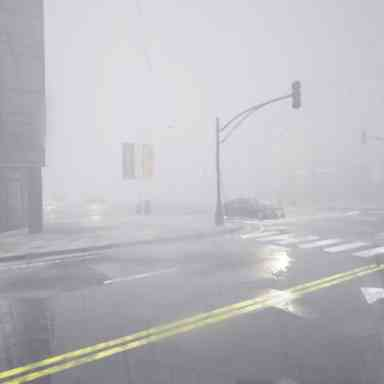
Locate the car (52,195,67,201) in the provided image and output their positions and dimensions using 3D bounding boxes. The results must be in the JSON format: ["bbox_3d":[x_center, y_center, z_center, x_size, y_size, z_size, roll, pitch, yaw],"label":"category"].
[{"bbox_3d":[-26.343,1.162,66.137,1.895,1.301,4.718,-2,1,-35],"label":"car"}]

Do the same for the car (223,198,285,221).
[{"bbox_3d":[4.205,1.178,23.209,2.128,1.511,4.902,-2,2,-35],"label":"car"}]

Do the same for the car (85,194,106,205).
[{"bbox_3d":[-14.287,1.147,49.198,1.837,1.490,4.892,-2,1,-35],"label":"car"}]
